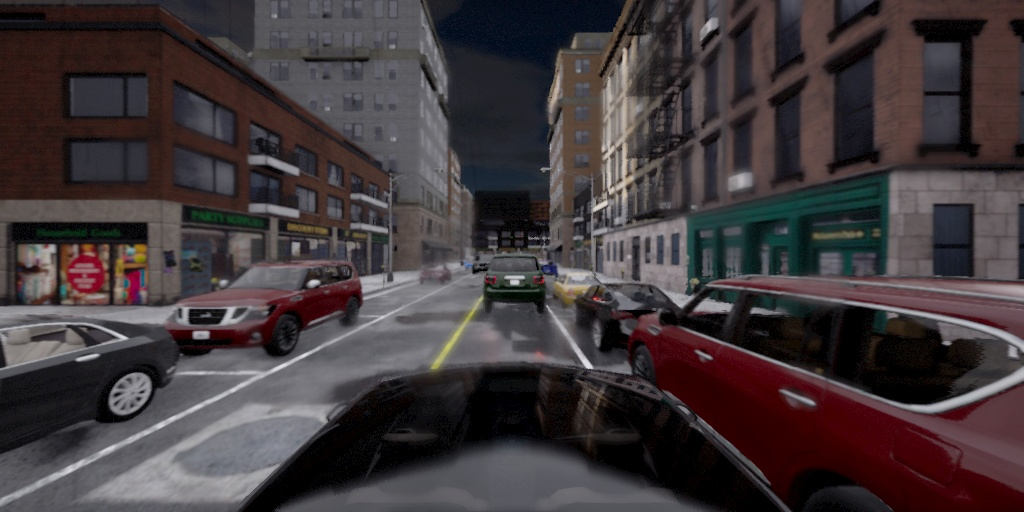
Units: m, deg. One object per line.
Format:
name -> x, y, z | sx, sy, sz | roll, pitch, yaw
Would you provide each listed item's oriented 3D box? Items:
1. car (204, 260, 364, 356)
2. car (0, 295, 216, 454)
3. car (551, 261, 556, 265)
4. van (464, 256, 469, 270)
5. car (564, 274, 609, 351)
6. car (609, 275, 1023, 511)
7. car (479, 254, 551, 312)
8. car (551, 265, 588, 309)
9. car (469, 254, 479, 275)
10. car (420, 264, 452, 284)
car -> -5.388, 1.039, 8.732 | 2.192, 1.841, 5.009 | 0, 0, 0
car -> -5.388, 1.295, 3.069 | 2.007, 1.370, 4.403 | 0, 0, 0
car -> 3.012, 1.118, 32.412 | 1.882, 1.535, 5.008 | 0, 0, 0
van -> -5.392, 0.925, 48.364 | 1.690, 1.789, 3.998 | 0, 0, 0
car -> 2.637, 1.291, 8.732 | 1.948, 1.339, 4.313 | 0, 0, 0
car -> 2.637, 1.060, 3.070 | 2.192, 1.841, 5.009 | 0, 0, 0
car -> 0.094, 0.927, 14.207 | 2.150, 2.045, 5.566 | 0, 0, 0
car -> 2.636, 1.230, 14.563 | 1.751, 1.417, 4.829 | 0, 0, 0
car -> -2.850, 0.842, 37.386 | 2.150, 2.045, 5.566 | 0, 1, 0
car -> -5.390, 1.246, 25.717 | 1.802, 1.307, 4.207 | 0, 0, 0
